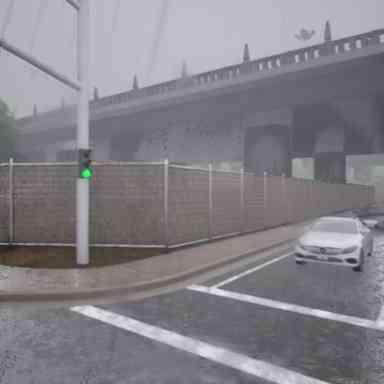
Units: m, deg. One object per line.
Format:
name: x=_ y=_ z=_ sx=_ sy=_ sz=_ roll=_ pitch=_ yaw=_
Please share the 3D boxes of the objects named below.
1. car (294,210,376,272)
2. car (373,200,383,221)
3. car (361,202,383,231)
car: x=4.912 y=1.559 z=11.256 sx=1.812 sy=1.442 sz=4.674 roll=0 pitch=0 yaw=33
car: x=16.944 y=1.537 z=28.238 sx=2.128 sy=1.511 sz=4.902 roll=0 pitch=0 yaw=35
car: x=10.893 y=1.530 z=19.724 sx=2.128 sy=1.511 sz=4.902 roll=0 pitch=0 yaw=35
